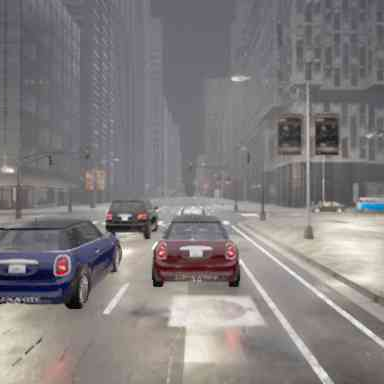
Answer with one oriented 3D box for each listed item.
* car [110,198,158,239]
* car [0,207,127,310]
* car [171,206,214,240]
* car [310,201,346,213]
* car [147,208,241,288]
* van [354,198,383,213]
[{"bbox_3d":[-3.152,1.359,18.274,2.150,2.045,5.566,0,0,0],"label":"car"},{"bbox_3d":[-3.151,1.415,8.115,2.097,1.767,4.553,0,0,0],"label":"car"},{"bbox_3d":[0.088,1.635,19.060,2.128,1.511,4.902,0,0,2],"label":"car"},{"bbox_3d":[15.872,1.810,39.444,4.403,1.369,2.008,0,0,0],"label":"car"},{"bbox_3d":[0.099,1.426,9.653,2.097,1.767,4.553,0,0,0],"label":"car"},{"bbox_3d":[21.490,1.589,39.422,3.998,1.788,1.690,0,0,0],"label":"van"}]
